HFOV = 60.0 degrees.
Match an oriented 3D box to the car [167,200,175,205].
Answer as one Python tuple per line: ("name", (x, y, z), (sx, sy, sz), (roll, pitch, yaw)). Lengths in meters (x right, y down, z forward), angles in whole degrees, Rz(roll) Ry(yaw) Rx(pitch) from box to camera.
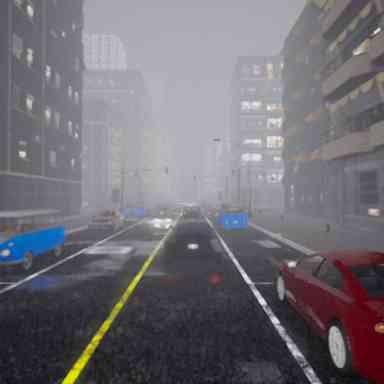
("car", (-5.657, 2.808, 88.232), (1.802, 1.307, 4.206), (0, -1, 0))

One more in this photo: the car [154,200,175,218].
("car", (-3.034, 1.990, 36.134), (2.128, 1.511, 4.902), (0, -1, 0))

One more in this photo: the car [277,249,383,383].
("car", (2.694, 1.622, 5.557), (1.887, 1.381, 4.507), (0, -1, 0))

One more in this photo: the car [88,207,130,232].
("car", (-5.680, 1.893, 22.471), (1.802, 1.307, 4.206), (0, -1, 0))

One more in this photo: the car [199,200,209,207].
("car", (2.719, 2.620, 77.161), (2.008, 1.369, 4.403), (0, -1, 0))

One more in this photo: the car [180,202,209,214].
("car", (0.052, 1.868, 27.315), (2.128, 1.511, 4.902), (0, -1, 0))

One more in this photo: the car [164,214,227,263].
("car", (0.052, 1.740, 12.694), (1.994, 1.385, 4.181), (0, -1, 1))

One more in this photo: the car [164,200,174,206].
("car", (-5.660, 2.699, 82.699), (2.008, 1.369, 4.403), (0, -1, 0))

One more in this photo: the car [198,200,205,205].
("car", (2.725, 2.885, 93.762), (1.802, 1.307, 4.206), (0, -1, 0))

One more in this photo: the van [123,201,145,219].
("van", (-5.788, 1.807, 33.742), (1.690, 1.788, 3.998), (0, -1, 0))

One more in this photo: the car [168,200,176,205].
("car", (-5.656, 2.871, 93.767), (1.947, 1.339, 4.313), (0, -1, 0))

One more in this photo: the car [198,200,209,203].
("car", (2.718, 2.432, 71.629), (1.967, 1.590, 4.097), (0, -1, 0))

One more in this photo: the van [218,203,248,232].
("van", (2.701, 1.650, 22.467), (1.690, 1.788, 3.998), (0, -1, 0))

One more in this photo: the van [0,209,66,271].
("van", (-5.683, 1.497, 11.202), (1.690, 1.788, 3.998), (0, -1, 0))
